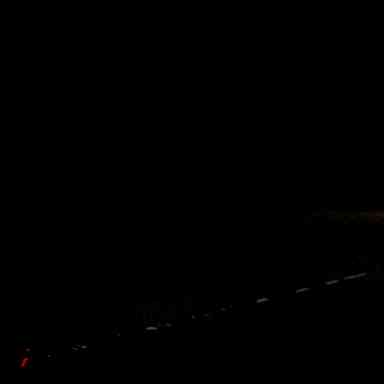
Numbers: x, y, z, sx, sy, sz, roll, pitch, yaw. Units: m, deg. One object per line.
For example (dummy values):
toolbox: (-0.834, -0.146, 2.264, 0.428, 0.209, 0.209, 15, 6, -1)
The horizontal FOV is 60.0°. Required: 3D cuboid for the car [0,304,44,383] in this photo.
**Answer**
car: (-3.373, 1.472, 1.584, 4.902, 1.511, 2.128, 1, 0, -36)
